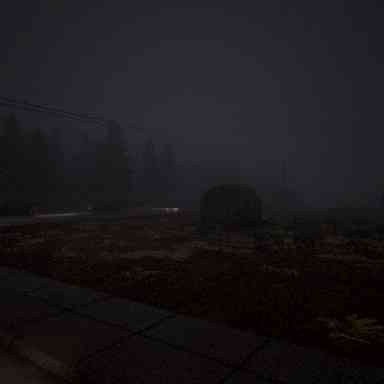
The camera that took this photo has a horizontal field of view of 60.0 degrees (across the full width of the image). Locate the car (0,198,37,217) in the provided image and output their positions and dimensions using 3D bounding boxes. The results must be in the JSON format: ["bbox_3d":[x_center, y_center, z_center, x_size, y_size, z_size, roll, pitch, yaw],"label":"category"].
[{"bbox_3d":[-16.081,1.379,28.962,2.097,1.767,4.553,0,0,37],"label":"car"}]

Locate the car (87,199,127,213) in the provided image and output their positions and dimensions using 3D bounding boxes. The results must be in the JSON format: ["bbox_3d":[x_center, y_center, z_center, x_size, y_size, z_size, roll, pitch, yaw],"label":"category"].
[{"bbox_3d":[-9.551,1.519,37.767,2.128,1.511,4.902,0,0,37],"label":"car"}]

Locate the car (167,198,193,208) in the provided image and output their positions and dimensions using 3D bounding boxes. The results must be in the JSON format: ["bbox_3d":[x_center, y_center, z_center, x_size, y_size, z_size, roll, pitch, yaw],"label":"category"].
[{"bbox_3d":[-1.631,1.553,48.409,1.812,1.442,4.674,0,0,37],"label":"car"}]
